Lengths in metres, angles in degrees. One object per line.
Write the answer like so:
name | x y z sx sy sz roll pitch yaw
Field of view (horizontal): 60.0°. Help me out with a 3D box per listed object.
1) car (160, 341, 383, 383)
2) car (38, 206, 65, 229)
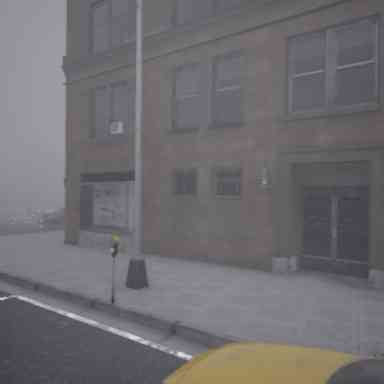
car | 1.763 1.525 1.694 4.829 1.417 1.752 0 1 36
car | -8.360 1.696 23.400 1.812 1.442 4.674 1 0 35
